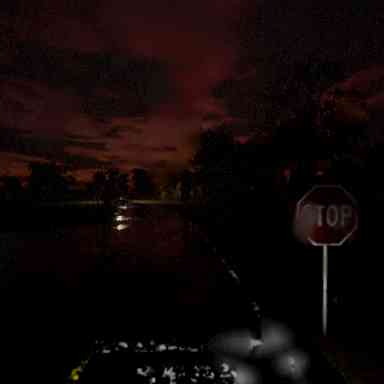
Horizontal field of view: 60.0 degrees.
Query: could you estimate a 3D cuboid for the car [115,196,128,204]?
[{"bbox_3d":[-13.084,1.408,61.154,1.812,1.442,4.674,0,0,-20],"label":"car"}]
